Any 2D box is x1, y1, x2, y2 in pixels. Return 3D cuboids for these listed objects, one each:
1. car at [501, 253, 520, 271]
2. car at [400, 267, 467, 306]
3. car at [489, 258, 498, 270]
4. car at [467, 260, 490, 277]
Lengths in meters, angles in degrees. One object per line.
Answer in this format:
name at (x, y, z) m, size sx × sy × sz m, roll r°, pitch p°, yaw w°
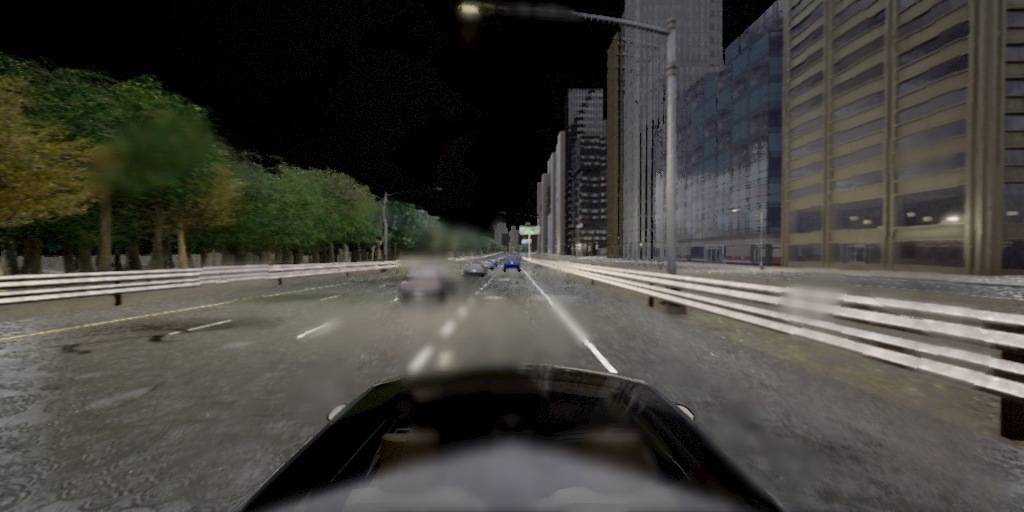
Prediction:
car at (-0.018, 1.016, 49.258) m, size 2.150 × 2.045 × 5.566 m, roll 0°, pitch 0°, yaw 0°
car at (-3.514, 1.251, 15.963) m, size 2.128 × 1.511 × 4.902 m, roll 0°, pitch 0°, yaw 0°
car at (-3.649, 1.364, 54.450) m, size 1.994 × 1.385 × 4.181 m, roll 0°, pitch 0°, yaw 0°
car at (-3.565, 1.346, 35.946) m, size 1.994 × 1.385 × 4.181 m, roll 0°, pitch 0°, yaw 0°
